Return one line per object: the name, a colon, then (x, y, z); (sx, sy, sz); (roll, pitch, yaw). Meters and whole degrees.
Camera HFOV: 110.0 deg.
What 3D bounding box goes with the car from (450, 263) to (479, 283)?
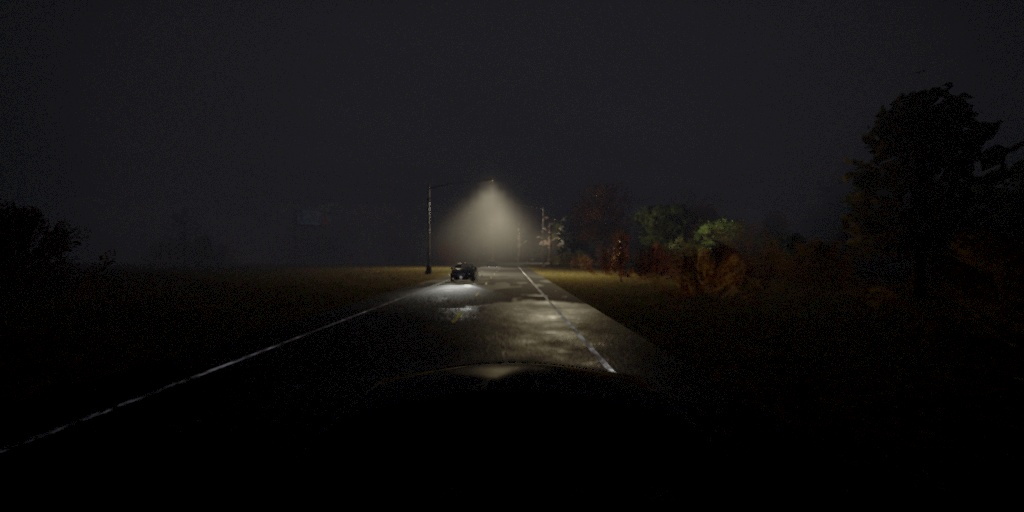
car: (-3.775, 1.302, 28.888); (2.128, 1.511, 4.902); (0, 0, 0)
